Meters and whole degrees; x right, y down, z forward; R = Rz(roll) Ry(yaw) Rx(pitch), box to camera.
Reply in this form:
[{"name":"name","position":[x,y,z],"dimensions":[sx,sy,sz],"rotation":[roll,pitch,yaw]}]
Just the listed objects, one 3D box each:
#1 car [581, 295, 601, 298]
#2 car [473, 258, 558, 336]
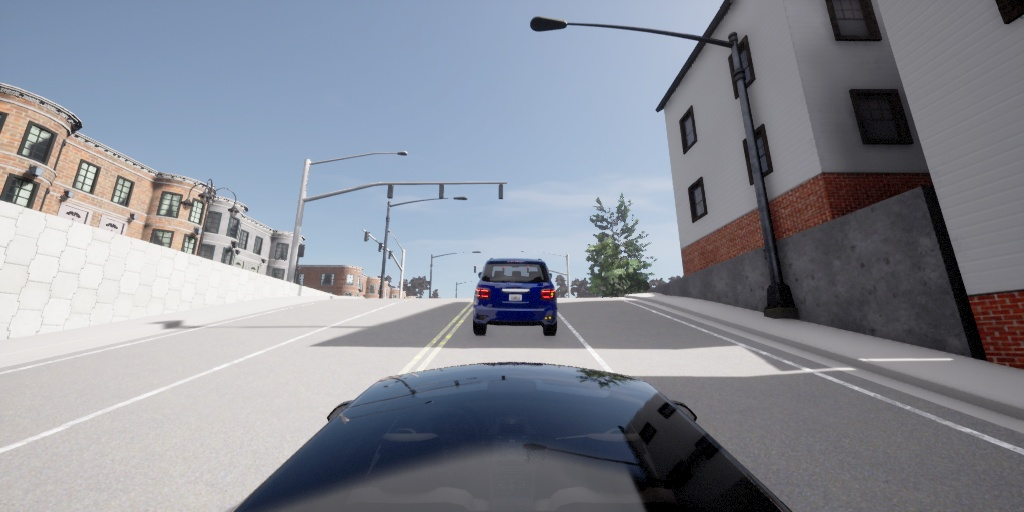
[{"name":"car","position":[6.705,4.238,32.085],"dimensions":[4.181,1.385,1.994],"rotation":[4,-14,-14]},{"name":"car","position":[0.093,1.097,11.036],"dimensions":[2.150,2.045,5.566],"rotation":[1,-1,0]}]
